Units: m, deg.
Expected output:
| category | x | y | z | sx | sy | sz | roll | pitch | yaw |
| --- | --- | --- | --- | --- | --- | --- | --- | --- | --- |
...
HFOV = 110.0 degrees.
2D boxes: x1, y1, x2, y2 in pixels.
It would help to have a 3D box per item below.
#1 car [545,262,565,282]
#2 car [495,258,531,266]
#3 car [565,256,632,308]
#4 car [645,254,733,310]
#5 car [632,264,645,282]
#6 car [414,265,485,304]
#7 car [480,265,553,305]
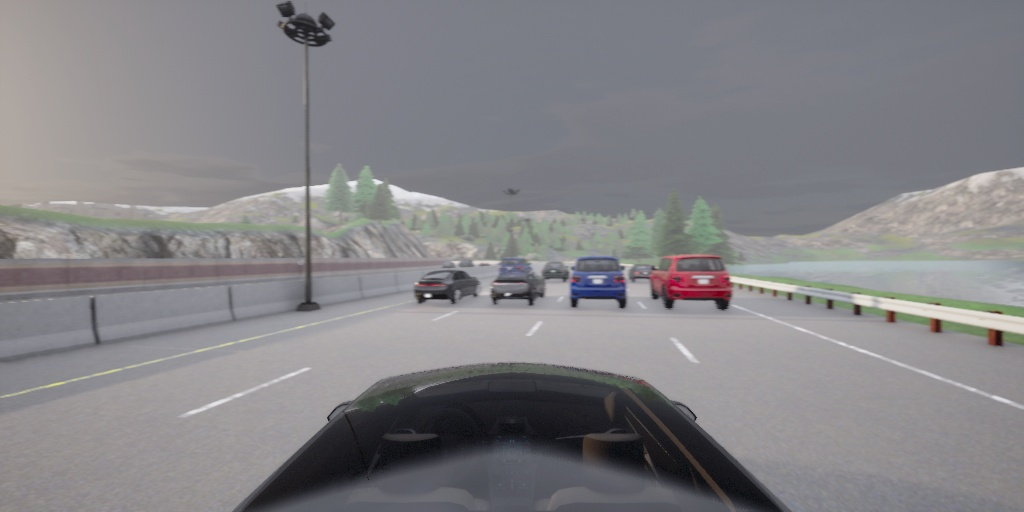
| category | x | y | z | sx | sy | sz | roll | pitch | yaw |
| --- | --- | --- | --- | --- | --- | --- | --- | --- | --- |
| car | 3.812 | 1.267 | 31.102 | 2.097 | 1.767 | 4.553 | -1 | -1 | 13 |
| car | 0.386 | 1.184 | 31.840 | 2.150 | 2.045 | 5.566 | -1 | 0 | 13 |
| car | 3.735 | 1.020 | 15.635 | 2.150 | 2.045 | 5.566 | -1 | 0 | 13 |
| car | 7.139 | 0.970 | 14.825 | 2.150 | 2.045 | 5.566 | -1 | 0 | 13 |
| car | 10.601 | 1.363 | 29.394 | 2.033 | 1.411 | 5.357 | -1 | 0 | 13 |
| car | -2.997 | 1.414 | 17.543 | 1.837 | 1.490 | 4.892 | -1 | 0 | 14 |
| car | 0.403 | 1.348 | 16.713 | 2.128 | 1.511 | 4.902 | -1 | 0 | 14 |
